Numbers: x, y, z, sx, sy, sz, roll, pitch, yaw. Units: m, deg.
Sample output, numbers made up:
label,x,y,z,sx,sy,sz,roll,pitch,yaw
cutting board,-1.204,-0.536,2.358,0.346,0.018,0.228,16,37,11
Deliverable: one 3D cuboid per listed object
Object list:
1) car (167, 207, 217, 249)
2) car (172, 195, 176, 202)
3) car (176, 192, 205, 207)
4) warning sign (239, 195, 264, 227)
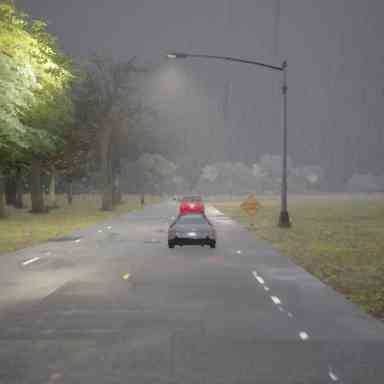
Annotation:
label,x,y,z,sx,sy,sz,roll,pitch,yaw
car,0.000,1.578,14.650,1.994,1.385,4.181,0,0,0
car,-3.500,1.451,76.734,1.882,1.535,5.008,0,0,0
car,0.000,1.270,29.684,2.150,2.045,5.566,0,0,0
warning sign,3.533,1.122,19.840,1.300,1.860,1.060,-1,-1,0
